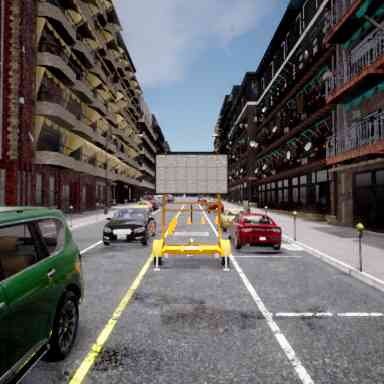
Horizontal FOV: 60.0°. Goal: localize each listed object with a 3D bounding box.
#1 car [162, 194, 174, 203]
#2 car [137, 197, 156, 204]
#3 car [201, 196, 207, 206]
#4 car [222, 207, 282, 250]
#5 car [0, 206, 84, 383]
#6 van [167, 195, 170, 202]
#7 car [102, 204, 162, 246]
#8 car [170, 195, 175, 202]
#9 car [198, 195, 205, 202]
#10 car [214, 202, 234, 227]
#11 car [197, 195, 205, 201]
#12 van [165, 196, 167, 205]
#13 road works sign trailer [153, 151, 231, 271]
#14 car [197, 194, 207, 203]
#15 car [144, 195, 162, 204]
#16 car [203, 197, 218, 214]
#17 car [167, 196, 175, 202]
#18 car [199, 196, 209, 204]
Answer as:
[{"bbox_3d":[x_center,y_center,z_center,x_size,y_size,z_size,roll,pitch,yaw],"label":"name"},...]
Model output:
[{"bbox_3d":[-5.383,1.516,75.191,2.192,1.841,5.009,1,0,0],"label":"car"},{"bbox_3d":[-5.338,1.588,36.308,1.752,1.417,4.829,2,0,0],"label":"car"},{"bbox_3d":[2.534,1.628,41.956,2.008,1.369,4.403,1,0,0],"label":"car"},{"bbox_3d":[2.569,1.561,14.302,1.887,1.381,4.507,1,0,0],"label":"car"},{"bbox_3d":[-2.745,1.224,3.004,2.150,2.045,5.566,0,0,0],"label":"car"},{"bbox_3d":[-5.362,1.472,58.601,1.690,1.788,3.998,1,0,0],"label":"van"},{"bbox_3d":[-2.771,1.509,15.497,2.128,1.511,4.902,0,0,0],"label":"car"},{"bbox_3d":[-5.376,1.492,69.661,2.192,1.841,5.009,1,0,0],"label":"car"},{"bbox_3d":[2.513,1.676,58.548,1.887,1.381,4.507,1,0,0],"label":"car"},{"bbox_3d":[2.562,1.551,20.004,1.752,1.417,4.829,1,0,0],"label":"car"},{"bbox_3d":[2.439,1.723,91.735,1.967,1.590,4.097,1,0,0],"label":"car"},{"bbox_3d":[-5.355,1.452,53.069,1.690,1.788,3.998,2,0,0],"label":"van"},{"bbox_3d":[-0.012,0.475,10.965,2.380,3.560,2.880,0,0,0],"label":"road works sign trailer"},{"bbox_3d":[2.456,1.541,80.673,2.192,1.841,5.009,1,0,0],"label":"car"},{"bbox_3d":[-5.340,1.392,42.010,2.192,1.841,5.009,2,0,0],"label":"car"},{"bbox_3d":[2.541,1.608,36.425,1.887,1.381,4.507,1,0,0],"label":"car"},{"bbox_3d":[-5.403,1.819,86.253,1.947,1.339,4.313,1,0,0],"label":"car"},{"bbox_3d":[2.509,1.616,69.610,1.967,1.590,4.097,1,0,0],"label":"car"}]
